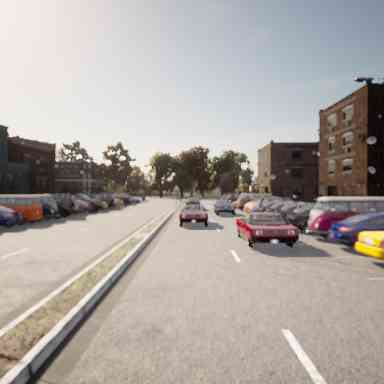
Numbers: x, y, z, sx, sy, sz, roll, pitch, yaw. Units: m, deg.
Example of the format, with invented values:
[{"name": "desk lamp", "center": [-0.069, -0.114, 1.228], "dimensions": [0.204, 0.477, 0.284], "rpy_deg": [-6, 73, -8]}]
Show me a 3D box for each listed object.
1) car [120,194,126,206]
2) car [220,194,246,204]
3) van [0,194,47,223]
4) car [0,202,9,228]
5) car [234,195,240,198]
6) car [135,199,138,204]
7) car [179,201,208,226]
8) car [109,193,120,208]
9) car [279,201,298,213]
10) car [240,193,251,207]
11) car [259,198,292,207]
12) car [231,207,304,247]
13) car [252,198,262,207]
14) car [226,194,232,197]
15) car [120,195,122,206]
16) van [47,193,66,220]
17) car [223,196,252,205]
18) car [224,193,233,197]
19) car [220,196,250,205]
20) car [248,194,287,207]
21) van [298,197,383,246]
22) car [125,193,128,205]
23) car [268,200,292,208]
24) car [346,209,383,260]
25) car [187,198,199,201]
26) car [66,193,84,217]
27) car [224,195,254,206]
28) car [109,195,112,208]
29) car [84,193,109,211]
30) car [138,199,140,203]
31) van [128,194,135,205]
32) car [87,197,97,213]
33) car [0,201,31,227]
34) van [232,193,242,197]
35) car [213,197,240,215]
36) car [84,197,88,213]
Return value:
[{"name": "car", "center": [-12.500, 1.456, 47.489], "dimensions": [5.008, 1.535, 2.097], "rpy_deg": [0, 0, 0]}, {"name": "car", "center": [7.634, 1.322, 62.323], "dimensions": [4.553, 1.767, 2.185], "rpy_deg": [0, 0, 0]}, {"name": "van", "center": [-12.652, 1.193, 22.602], "dimensions": [4.442, 1.987, 1.878], "rpy_deg": [0, 0, 0]}, {"name": "car", "center": [-12.512, 1.451, 17.044], "dimensions": [4.792, 1.488, 2.163], "rpy_deg": [0, 0, 0]}, {"name": "car", "center": [7.661, 1.434, 37.499], "dimensions": [5.008, 1.535, 2.097], "rpy_deg": [0, 0, 0]}, {"name": "car", "center": [-12.524, 1.340, 58.737], "dimensions": [4.553, 1.767, 2.185], "rpy_deg": [0, 0, 0]}, {"name": "car", "center": [0.109, 1.549, 23.123], "dimensions": [1.895, 1.301, 4.718], "rpy_deg": [0, 0, 0]}, {"name": "car", "center": [-12.541, 1.192, 42.057], "dimensions": [5.566, 2.045, 2.435], "rpy_deg": [0, 0, 0]}, {"name": "car", "center": [7.641, 1.433, 18.200], "dimensions": [4.892, 1.521, 2.231], "rpy_deg": [0, 0, 0]}, {"name": "car", "center": [7.685, 1.305, 34.742], "dimensions": [4.553, 1.767, 2.185], "rpy_deg": [0, 0, 0]}, {"name": "car", "center": [7.643, 1.428, 23.713], "dimensions": [4.892, 1.521, 2.231], "rpy_deg": [0, 0, 0]}, {"name": "car", "center": [3.099, 1.559, 14.720], "dimensions": [1.895, 1.301, 4.718], "rpy_deg": [0, 0, 0]}, {"name": "car", "center": [7.644, 1.428, 26.470], "dimensions": [4.892, 1.521, 2.231], "rpy_deg": [0, 0, 0]}, {"name": "car", "center": [7.472, 1.440, 43.014], "dimensions": [5.366, 1.575, 1.946], "rpy_deg": [0, 0, 0]}, {"name": "car", "center": [-12.515, 1.451, 44.834], "dimensions": [4.892, 1.521, 2.231], "rpy_deg": [0, 0, 0]}, {"name": "van", "center": [-12.416, 1.193, 25.379], "dimensions": [4.442, 1.987, 1.878], "rpy_deg": [0, 0, 0]}, {"name": "car", "center": [7.660, 1.496, 56.805], "dimensions": [4.674, 1.452, 2.002], "rpy_deg": [0, 0, 0]}, {"name": "car", "center": [7.687, 1.196, 45.771], "dimensions": [5.566, 2.045, 2.435], "rpy_deg": [0, 0, 0]}, {"name": "car", "center": [7.670, 1.454, 59.560], "dimensions": [5.008, 1.535, 2.097], "rpy_deg": [0, 0, 0]}, {"name": "car", "center": [7.620, 1.301, 29.227], "dimensions": [4.553, 1.767, 2.185], "rpy_deg": [0, 0, 0]}, {"name": "van", "center": [7.528, 1.211, 15.318], "dimensions": [4.442, 1.987, 1.878], "rpy_deg": [0, 0, 0]}, {"name": "car", "center": [-12.533, 1.337, 50.393], "dimensions": [4.553, 1.767, 2.185], "rpy_deg": [0, 0, 0]}, {"name": "car", "center": [7.642, 1.431, 20.956], "dimensions": [4.892, 1.521, 2.231], "rpy_deg": [0, 0, 0]}, {"name": "car", "center": [7.829, 1.445, 9.927], "dimensions": [5.366, 1.575, 1.946], "rpy_deg": [0, 0, 0]}, {"name": "car", "center": [0.116, 1.464, 40.899], "dimensions": [1.837, 1.490, 4.892], "rpy_deg": [0, 0, 0]}, {"name": "car", "center": [-12.557, 1.169, 28.160], "dimensions": [5.566, 2.045, 2.435], "rpy_deg": [0, 0, 0]}, {"name": "car", "center": [7.631, 1.332, 54.047], "dimensions": [4.553, 1.767, 2.185], "rpy_deg": [0, 0, 0]}, {"name": "car", "center": [-12.701, 1.434, 39.276], "dimensions": [5.366, 1.575, 1.946], "rpy_deg": [0, 0, 0]}, {"name": "car", "center": [-12.491, 1.180, 36.372], "dimensions": [5.566, 2.045, 2.435], "rpy_deg": [0, 0, 0]}, {"name": "car", "center": [-12.456, 1.477, 64.173], "dimensions": [4.792, 1.488, 2.163], "rpy_deg": [0, 0, 0]}, {"name": "van", "center": [-12.379, 1.245, 55.829], "dimensions": [4.442, 1.987, 1.878], "rpy_deg": [0, 0, 0]}, {"name": "car", "center": [-12.519, 1.466, 33.653], "dimensions": [4.674, 1.452, 2.002], "rpy_deg": [0, 0, 0]}, {"name": "car", "center": [-12.536, 1.460, 19.698], "dimensions": [4.674, 1.452, 2.002], "rpy_deg": [0, 0, 0]}, {"name": "van", "center": [7.539, 1.212, 40.257], "dimensions": [4.442, 1.987, 1.878], "rpy_deg": [0, 0, 0]}, {"name": "car", "center": [3.113, 1.496, 32.822], "dimensions": [2.033, 1.411, 5.357], "rpy_deg": [0, 0, 0]}, {"name": "car", "center": [-12.523, 1.463, 30.939], "dimensions": [4.674, 1.452, 2.002], "rpy_deg": [0, 0, 0]}]
